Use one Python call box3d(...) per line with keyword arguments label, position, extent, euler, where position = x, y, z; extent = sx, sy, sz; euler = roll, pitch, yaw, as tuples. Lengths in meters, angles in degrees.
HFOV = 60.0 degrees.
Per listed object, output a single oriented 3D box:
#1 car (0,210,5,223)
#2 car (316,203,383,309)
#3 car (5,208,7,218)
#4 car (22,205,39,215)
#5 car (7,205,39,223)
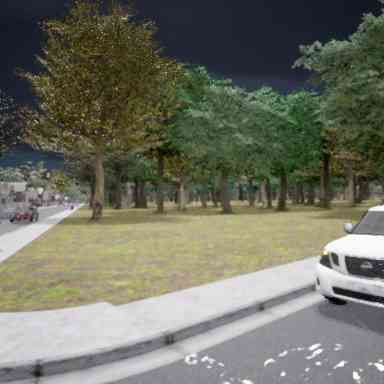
box3d(label="car", position=(-19.859, 2.256, 31.813), extent=(2.097, 1.767, 4.553), euler=(0, -1, -17))
box3d(label="car", position=(4.961, 1.265, 7.385), extent=(5.566, 2.045, 2.150), euler=(0, -1, -41))
box3d(label="car", position=(-23.124, 2.687, 42.712), extent=(1.812, 1.442, 4.674), euler=(0, -1, -17))
box3d(label="car", position=(-27.148, 2.981, 56.093), extent=(1.837, 1.490, 4.892), euler=(0, -1, -17))
box3d(label="car", position=(-18.086, 2.319, 36.164), extent=(2.097, 1.767, 4.553), euler=(0, -1, -17))
